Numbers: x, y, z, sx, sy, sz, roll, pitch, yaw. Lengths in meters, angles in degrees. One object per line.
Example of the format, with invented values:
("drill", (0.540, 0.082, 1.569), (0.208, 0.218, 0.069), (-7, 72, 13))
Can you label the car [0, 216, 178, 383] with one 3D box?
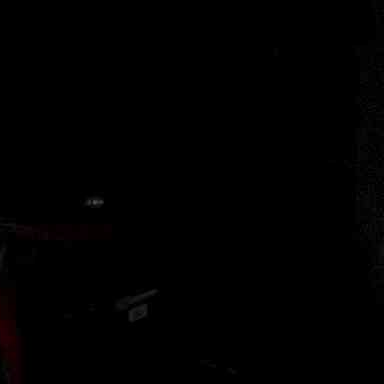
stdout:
("car", (-2.485, 1.282, 4.739), (5.009, 1.841, 2.192), (0, 0, 36))
